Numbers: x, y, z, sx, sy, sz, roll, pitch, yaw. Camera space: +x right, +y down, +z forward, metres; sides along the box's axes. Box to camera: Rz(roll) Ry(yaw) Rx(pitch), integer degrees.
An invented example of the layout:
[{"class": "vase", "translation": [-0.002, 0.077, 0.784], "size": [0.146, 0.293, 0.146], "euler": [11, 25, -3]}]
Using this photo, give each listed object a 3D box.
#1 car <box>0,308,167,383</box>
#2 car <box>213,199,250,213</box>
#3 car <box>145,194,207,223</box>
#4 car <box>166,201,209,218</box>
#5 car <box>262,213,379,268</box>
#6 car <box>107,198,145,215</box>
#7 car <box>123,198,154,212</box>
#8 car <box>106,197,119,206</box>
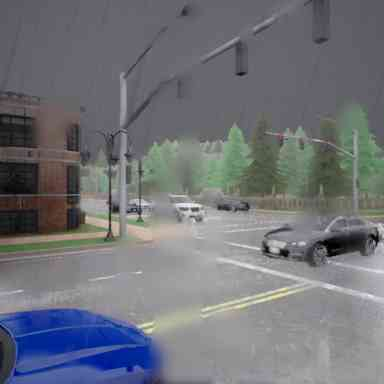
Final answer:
[{"class": "car", "translation": [-2.481, 1.478, 1.971], "size": [5.008, 1.535, 1.882], "euler": [0, 0, -36]}, {"class": "car", "translation": [4.234, 1.491, 36.505], "size": [2.128, 1.511, 4.902], "euler": [0, 0, -34]}, {"class": "car", "translation": [-1.230, 1.221, 25.806], "size": [2.150, 2.045, 5.566], "euler": [0, 0, -33]}, {"class": "car", "translation": [-0.477, 1.563, 30.789], "size": [1.994, 1.385, 4.181], "euler": [0, 0, -35]}, {"class": "car", "translation": [4.495, 1.491, 11.411], "size": [4.902, 1.511, 2.128], "euler": [0, 0, -35]}, {"class": "car", "translation": [-6.639, 1.563, 33.513], "size": [1.994, 1.385, 4.181], "euler": [0, 0, -34]}, {"class": "car", "translation": [-6.349, 1.525, 39.232], "size": [1.812, 1.442, 4.674], "euler": [0, 0, -35]}, {"class": "car", "translation": [-12.618, 1.561, 54.575], "size": [1.994, 1.385, 4.181], "euler": [0, 0, -35]}]
